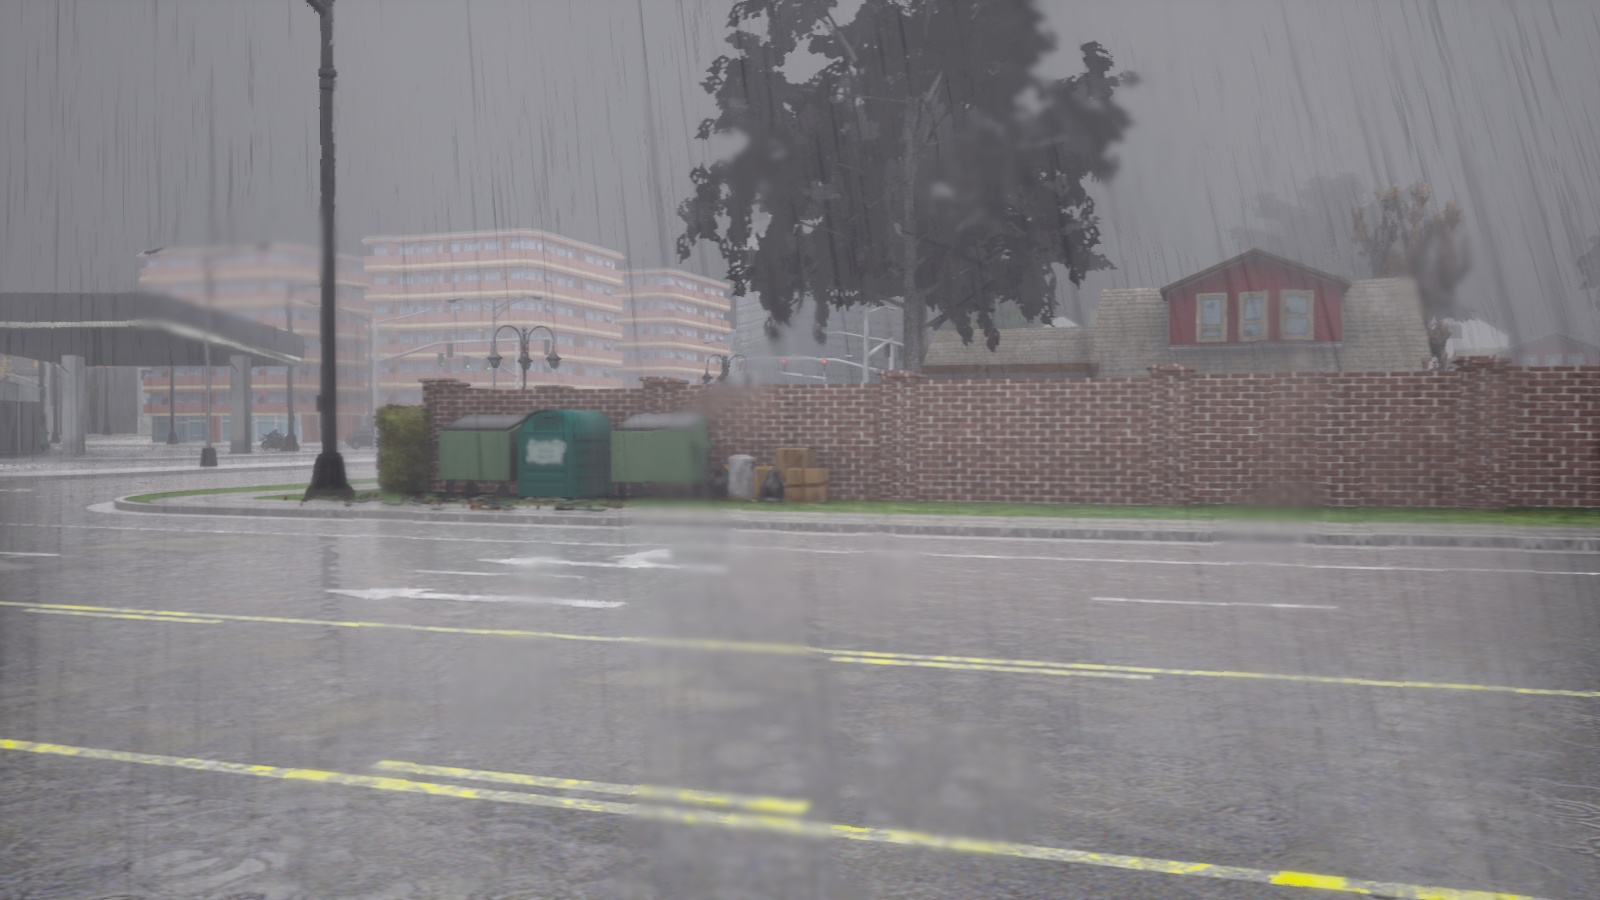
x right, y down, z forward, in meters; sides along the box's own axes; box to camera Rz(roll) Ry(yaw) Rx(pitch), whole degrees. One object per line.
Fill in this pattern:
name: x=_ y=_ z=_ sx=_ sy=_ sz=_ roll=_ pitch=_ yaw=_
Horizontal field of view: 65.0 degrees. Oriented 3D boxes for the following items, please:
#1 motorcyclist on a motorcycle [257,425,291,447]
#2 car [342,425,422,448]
motorcyclist on a motorcycle: x=-37.267 y=-0.999 z=89.003 sx=2.191 sy=1.530 sz=0.866 roll=1 pitch=1 yaw=17
car: x=-28.716 y=-0.958 z=86.281 sx=4.902 sy=1.511 sz=2.128 roll=1 pitch=1 yaw=17
